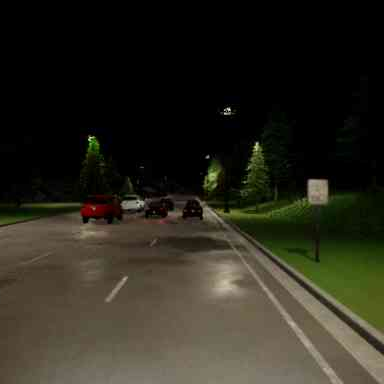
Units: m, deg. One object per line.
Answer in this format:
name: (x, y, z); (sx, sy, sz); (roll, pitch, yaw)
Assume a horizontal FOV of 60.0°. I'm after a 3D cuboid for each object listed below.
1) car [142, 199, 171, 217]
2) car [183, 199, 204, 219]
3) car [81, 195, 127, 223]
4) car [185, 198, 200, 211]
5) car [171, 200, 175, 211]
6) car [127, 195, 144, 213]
car: (-3.382, 1.648, 32.220); (1.812, 1.442, 4.674); (1, 0, 0)
car: (0.103, 1.696, 31.045); (2.033, 1.411, 5.357); (1, 0, 1)
car: (-6.937, 1.283, 26.206); (2.150, 2.045, 5.566); (1, 0, 0)
car: (0.115, 1.692, 44.899); (1.882, 1.535, 5.008); (1, 0, 0)
car: (-3.387, 1.686, 44.461); (1.837, 1.490, 4.892); (1, 0, 0)
car: (-6.956, 1.349, 39.858); (2.150, 2.045, 5.566); (1, 0, 1)
